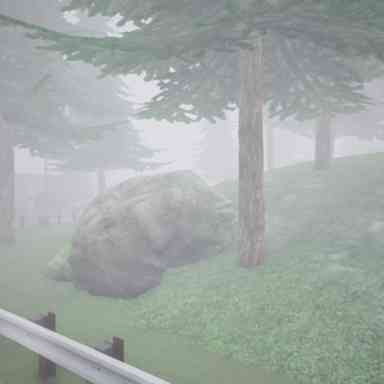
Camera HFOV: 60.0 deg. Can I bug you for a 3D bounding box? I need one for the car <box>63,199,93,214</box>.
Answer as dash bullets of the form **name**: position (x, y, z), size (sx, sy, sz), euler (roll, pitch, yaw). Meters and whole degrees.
- **car**: position (-10.144, 1.481, 32.392), size (1.837, 1.490, 4.892), euler (1, 0, 32)
